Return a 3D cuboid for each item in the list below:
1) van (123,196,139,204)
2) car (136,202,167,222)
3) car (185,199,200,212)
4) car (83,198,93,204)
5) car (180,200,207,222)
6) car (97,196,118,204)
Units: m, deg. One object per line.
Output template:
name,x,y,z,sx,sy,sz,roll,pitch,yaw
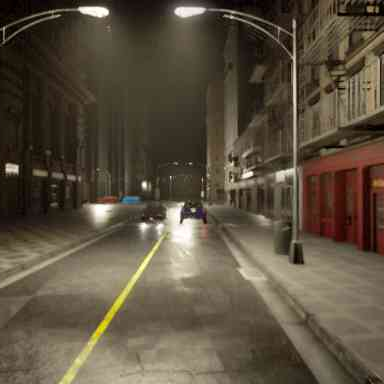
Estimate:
van,-14.735,1.980,80.788,3.998,1.788,1.690,0,-1,-1
car,-3.104,1.684,28.091,2.033,1.411,5.357,0,0,0
car,0.096,1.750,44.408,1.882,1.535,5.008,0,-1,0
car,-26.015,2.198,80.613,4.313,1.339,1.947,0,-1,-1
car,0.098,1.485,27.501,2.097,1.767,4.553,0,0,0
car,-20.375,1.952,80.702,5.009,1.841,2.192,0,-1,-1
